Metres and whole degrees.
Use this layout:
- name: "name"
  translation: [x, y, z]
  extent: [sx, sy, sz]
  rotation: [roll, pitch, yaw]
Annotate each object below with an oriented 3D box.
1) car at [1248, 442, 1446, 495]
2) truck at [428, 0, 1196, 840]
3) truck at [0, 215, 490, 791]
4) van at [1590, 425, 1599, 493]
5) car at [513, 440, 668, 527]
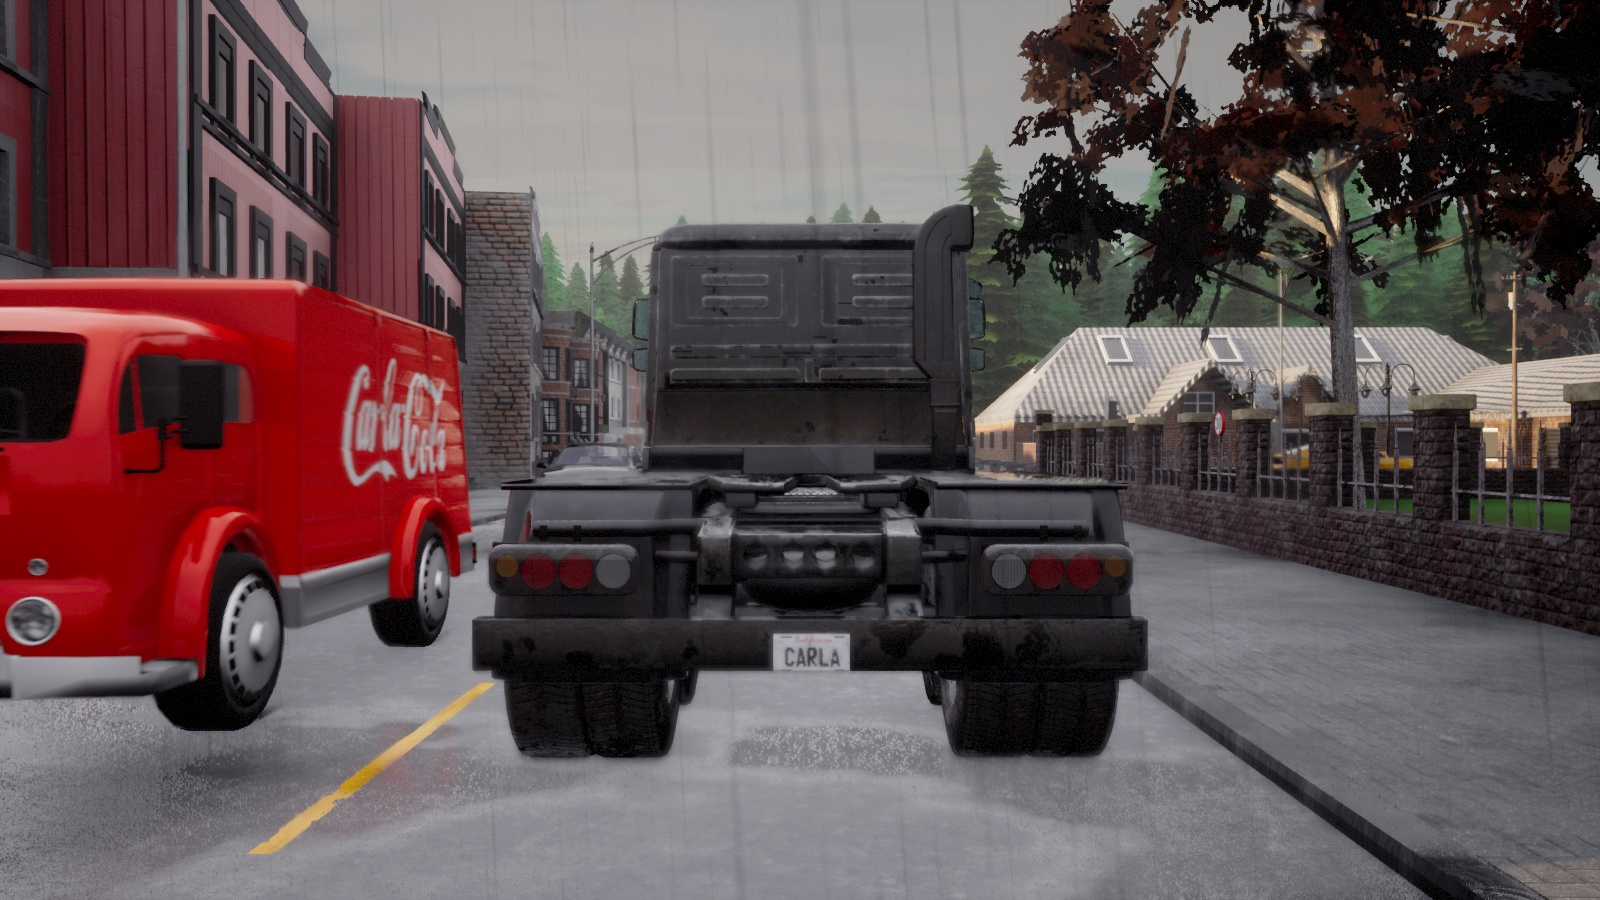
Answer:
- name: "car"
  translation: [16.047, 0.528, 36.972]
  extent: [5.008, 1.535, 1.882]
  rotation: [0, 0, -1]
- name: "truck"
  translation: [0.065, -0.284, 8.702]
  extent: [2.891, 3.462, 7.936]
  rotation: [0, 0, 0]
- name: "truck"
  translation: [-3.942, 0.211, 7.988]
  extent: [2.627, 2.467, 5.204]
  rotation: [0, 0, 0]
- name: "van"
  translation: [26.112, 0.282, 36.942]
  extent: [4.480, 2.038, 2.069]
  rotation: [0, 0, -1]
- name: "car"
  translation: [-3.871, 0.563, 24.101]
  extent: [2.128, 1.511, 4.902]
  rotation: [0, 0, 0]
